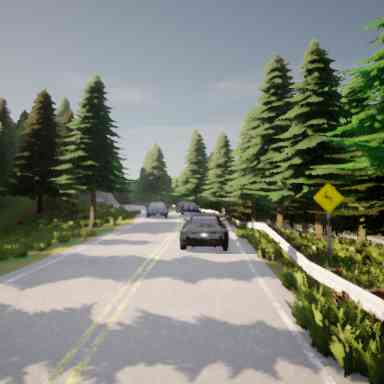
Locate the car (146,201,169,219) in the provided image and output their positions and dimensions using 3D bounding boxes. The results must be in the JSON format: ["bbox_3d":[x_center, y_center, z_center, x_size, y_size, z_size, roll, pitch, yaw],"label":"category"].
[{"bbox_3d":[-3.098,1.585,29.665,1.812,1.442,4.674,1,0,-8],"label":"car"}]

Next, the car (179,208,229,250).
[{"bbox_3d":[0.543,1.600,14.587,1.994,1.385,4.181,0,0,2],"label":"car"}]

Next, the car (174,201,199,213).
[{"bbox_3d":[-0.605,1.668,35.569,2.033,1.411,5.357,1,0,-13],"label":"car"}]
